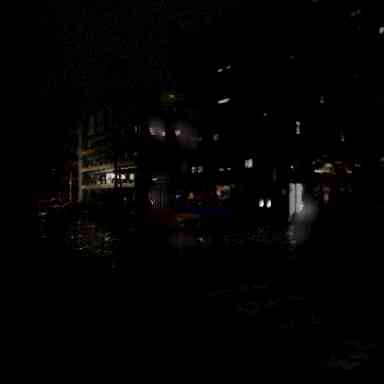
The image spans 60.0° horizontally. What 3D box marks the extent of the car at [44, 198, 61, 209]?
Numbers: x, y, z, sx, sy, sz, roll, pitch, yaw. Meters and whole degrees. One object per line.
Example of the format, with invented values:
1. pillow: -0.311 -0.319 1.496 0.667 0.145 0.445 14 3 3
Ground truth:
1. car: -24.705 2.252 59.821 1.837 1.490 4.892 -1 -1 -36

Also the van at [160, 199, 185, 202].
1. van: -1.860 1.604 33.030 1.690 1.788 3.998 -2 0 -36

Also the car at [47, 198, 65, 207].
1. car: -28.361 2.171 69.168 2.192 1.841 5.009 -2 0 -36

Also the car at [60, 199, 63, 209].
1. car: -21.832 2.235 60.271 1.752 1.417 4.829 -2 0 -36

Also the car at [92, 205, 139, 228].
1. car: -5.289 1.836 23.599 1.802 1.307 4.206 -1 0 -36

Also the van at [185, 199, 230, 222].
1. van: 1.452 1.530 28.512 1.690 1.788 3.998 -2 0 -36

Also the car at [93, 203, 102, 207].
1. car: -6.980 1.919 30.246 1.895 1.301 4.718 -1 0 -36

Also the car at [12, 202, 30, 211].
1. car: -28.478 2.324 55.220 2.008 1.369 4.403 -1 0 -36

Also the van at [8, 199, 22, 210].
1. van: -31.795 2.189 59.737 1.690 1.788 3.998 -1 0 -36

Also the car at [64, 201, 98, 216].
1. car: -12.960 1.958 38.416 1.837 1.490 4.892 -1 -1 -36

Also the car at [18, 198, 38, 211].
1. car: -25.168 2.139 50.703 1.967 1.590 4.097 -1 0 -36

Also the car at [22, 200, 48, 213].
1. car: -21.852 2.207 46.186 1.802 1.307 4.206 -1 0 -36

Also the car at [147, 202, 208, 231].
1. car: -1.422 1.672 22.661 1.882 1.535 5.008 -1 0 -37

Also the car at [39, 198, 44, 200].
1. car: -34.986 2.320 78.202 2.192 1.841 5.009 -2 0 -36

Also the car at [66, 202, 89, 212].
1. car: -17.026 2.176 49.357 1.895 1.301 4.718 -1 0 -36
